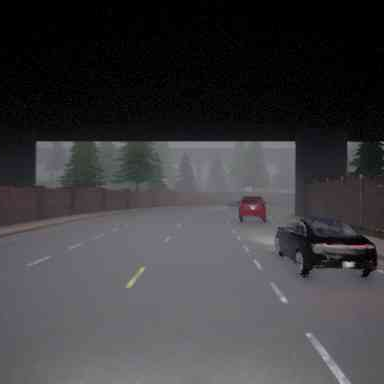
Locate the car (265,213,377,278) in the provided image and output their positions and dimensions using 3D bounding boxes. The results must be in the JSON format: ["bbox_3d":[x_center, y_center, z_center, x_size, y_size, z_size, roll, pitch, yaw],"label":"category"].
[{"bbox_3d":[3.913,1.563,10.502,2.128,1.511,4.902,1,0,3],"label":"car"}]

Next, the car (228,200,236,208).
[{"bbox_3d":[8.388,1.715,50.506,4.902,1.511,2.128,1,0,-34],"label":"car"}]

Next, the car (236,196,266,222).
[{"bbox_3d":[5.110,1.350,28.312,2.150,2.045,5.566,0,0,9],"label":"car"}]
